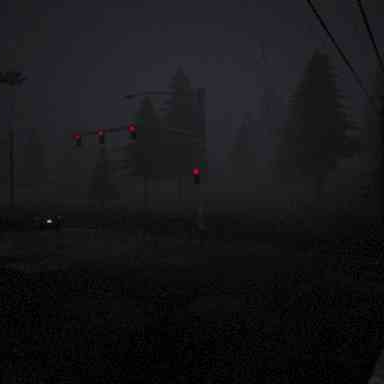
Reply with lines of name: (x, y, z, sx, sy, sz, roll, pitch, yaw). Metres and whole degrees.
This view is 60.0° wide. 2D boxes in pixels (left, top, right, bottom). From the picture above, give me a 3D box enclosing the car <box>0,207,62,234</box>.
car: (-9.416, 1.571, 19.309, 4.181, 1.385, 1.994, 0, 0, 35)
